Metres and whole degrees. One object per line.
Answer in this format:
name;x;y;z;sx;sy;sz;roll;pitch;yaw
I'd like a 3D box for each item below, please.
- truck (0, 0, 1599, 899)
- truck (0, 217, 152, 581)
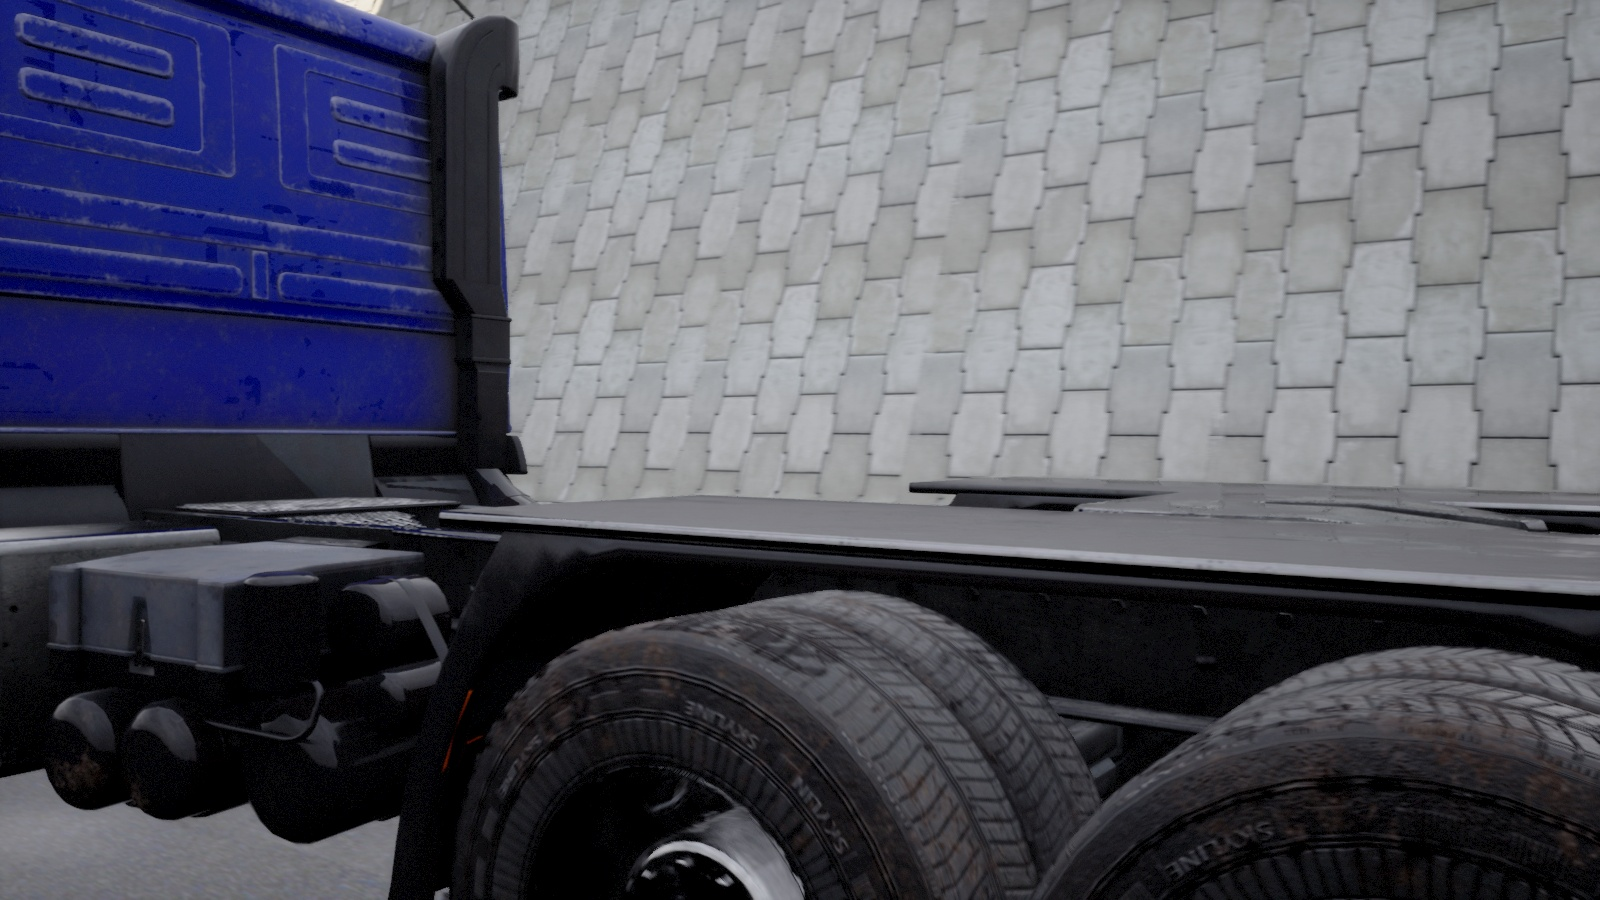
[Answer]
truck;-0.735;-0.300;4.093;7.936;3.462;2.891;0;1;34
truck;-11.871;-0.540;15.696;8.468;3.827;2.891;0;1;34
